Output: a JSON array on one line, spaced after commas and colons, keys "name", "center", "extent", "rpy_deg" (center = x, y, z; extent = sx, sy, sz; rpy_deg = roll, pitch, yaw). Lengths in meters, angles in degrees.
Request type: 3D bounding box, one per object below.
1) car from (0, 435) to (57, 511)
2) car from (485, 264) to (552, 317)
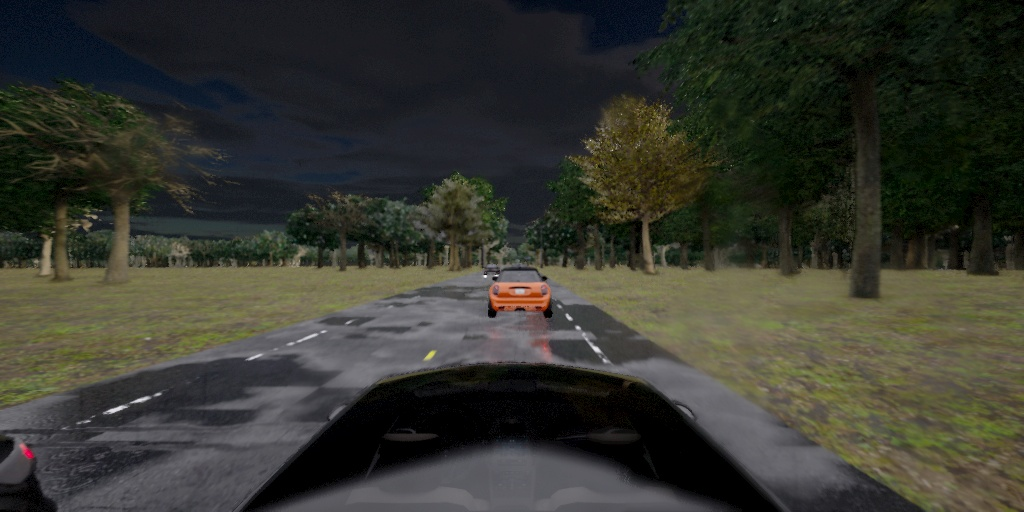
[{"name": "car", "center": [-3.655, 1.314, 0.281], "extent": [1.994, 1.385, 4.181], "rpy_deg": [0, 0, 1]}, {"name": "car", "center": [0.297, 1.188, 13.718], "extent": [2.097, 1.767, 4.553], "rpy_deg": [0, -1, 1]}]
